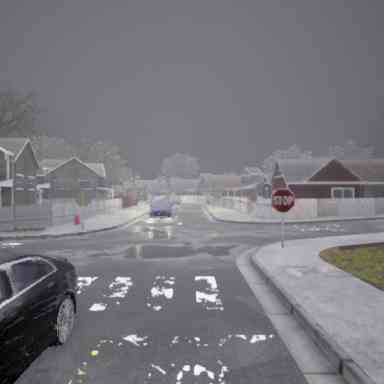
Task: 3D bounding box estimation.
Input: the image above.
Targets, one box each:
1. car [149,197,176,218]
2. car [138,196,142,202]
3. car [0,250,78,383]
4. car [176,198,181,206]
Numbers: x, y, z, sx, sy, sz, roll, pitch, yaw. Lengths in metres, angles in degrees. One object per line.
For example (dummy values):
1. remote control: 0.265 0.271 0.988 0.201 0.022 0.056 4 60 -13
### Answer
1. car: -2.791 1.536 30.646 1.882 1.535 5.008 0 1 -1
2. car: -13.286 1.669 79.944 1.837 1.490 4.892 0 -1 -23
3. car: -2.753 1.498 3.501 2.128 1.511 4.902 0 0 0
4. car: -3.262 1.640 56.336 1.812 1.442 4.674 0 1 -19
